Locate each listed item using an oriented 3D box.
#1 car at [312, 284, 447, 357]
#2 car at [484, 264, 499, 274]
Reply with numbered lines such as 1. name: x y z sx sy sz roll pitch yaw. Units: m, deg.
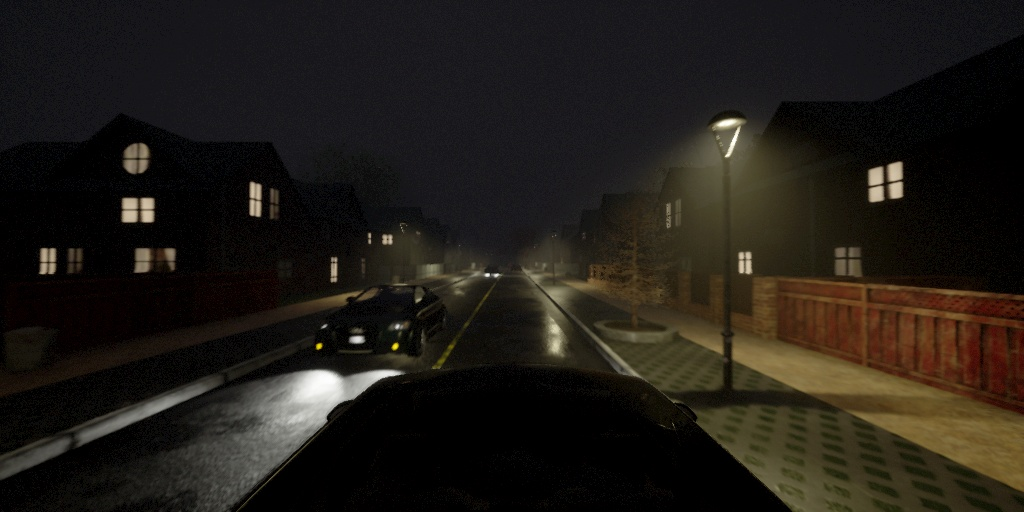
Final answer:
1. car: -2.837 1.371 8.589 1.994 1.385 4.181 0 -1 1
2. car: -2.818 1.846 50.646 1.994 1.385 4.181 0 -1 0
